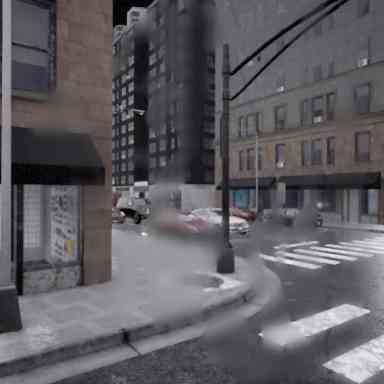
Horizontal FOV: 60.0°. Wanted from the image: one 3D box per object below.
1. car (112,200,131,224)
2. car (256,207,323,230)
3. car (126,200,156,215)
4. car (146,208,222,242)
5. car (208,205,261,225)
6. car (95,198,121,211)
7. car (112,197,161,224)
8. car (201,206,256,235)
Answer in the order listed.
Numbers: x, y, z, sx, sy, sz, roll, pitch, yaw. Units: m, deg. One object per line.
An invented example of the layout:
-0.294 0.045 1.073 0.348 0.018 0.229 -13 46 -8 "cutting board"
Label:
-6.819 1.665 26.276 1.967 1.590 4.097 0 0 -35 "car"
6.492 1.698 22.120 2.008 1.369 4.403 0 0 -35 "car"
-6.185 1.811 40.243 1.967 1.590 4.097 0 0 -35 "car"
-0.479 1.696 17.213 1.802 1.307 4.206 0 0 -35 "car"
3.324 1.785 26.650 1.802 1.307 4.206 0 0 -35 "car"
-12.524 1.800 49.305 2.192 1.841 5.009 0 0 -35 "car"
-4.443 1.452 27.377 2.150 2.045 5.566 0 -1 -35 "car"
1.238 1.656 19.240 1.812 1.442 4.674 0 -1 -34 "car"
